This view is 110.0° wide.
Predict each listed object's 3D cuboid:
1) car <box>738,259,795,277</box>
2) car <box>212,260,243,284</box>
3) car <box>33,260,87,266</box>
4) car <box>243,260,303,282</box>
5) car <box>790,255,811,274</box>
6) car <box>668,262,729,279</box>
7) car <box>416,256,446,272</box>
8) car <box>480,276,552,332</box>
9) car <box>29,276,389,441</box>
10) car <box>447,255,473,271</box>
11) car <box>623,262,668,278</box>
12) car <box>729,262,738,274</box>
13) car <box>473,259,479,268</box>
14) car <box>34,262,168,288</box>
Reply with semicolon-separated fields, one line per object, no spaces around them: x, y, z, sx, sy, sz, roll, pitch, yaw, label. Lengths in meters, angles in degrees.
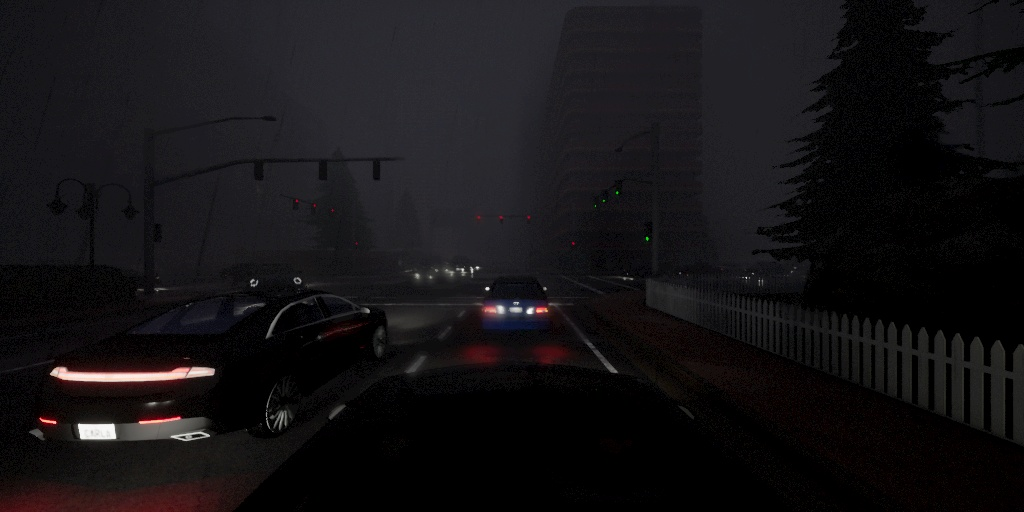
24.369;1.242;34.262;5.357;1.411;2.033;0;0;-31;car
-17.429;1.202;24.864;4.892;1.490;1.837;0;0;0;car
-30.381;1.047;24.783;4.553;1.767;2.097;0;0;0;car
-11.265;1.093;17.119;2.097;1.767;4.553;-1;1;-34;car
32.358;0.916;40.589;2.150;2.045;5.566;0;0;43;car
15.889;1.258;30.586;4.181;1.385;1.994;0;0;-20;car
-10.529;0.971;45.981;2.150;2.045;5.566;0;0;2;car
0.122;1.297;10.809;2.033;1.411;5.357;0;0;1;car
-3.427;1.242;5.397;2.128;1.511;4.902;0;0;0;car
-7.057;0.971;49.141;2.150;2.045;5.566;0;0;0;car
13.155;1.242;33.411;5.357;1.411;2.033;0;0;-13;car
22.056;1.295;36.974;4.718;1.301;1.895;0;0;-30;car
-7.025;1.255;58.952;1.837;1.490;4.892;0;0;0;car
-24.258;1.242;21.317;5.357;1.411;2.033;0;0;0;car
